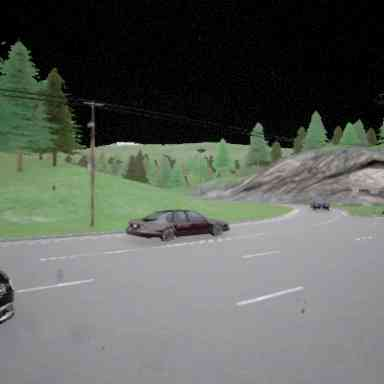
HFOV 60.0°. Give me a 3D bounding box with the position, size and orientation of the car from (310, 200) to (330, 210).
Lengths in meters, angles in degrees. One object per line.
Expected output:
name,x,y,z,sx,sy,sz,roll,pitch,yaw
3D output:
car,16.667,1.683,43.604,1.895,1.301,4.718,0,0,13

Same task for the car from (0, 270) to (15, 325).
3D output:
car,-5.119,1.488,4.394,4.902,1.511,2.128,0,0,-35

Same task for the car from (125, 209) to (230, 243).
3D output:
car,-0.570,1.567,16.384,5.357,1.411,2.033,0,0,-38
